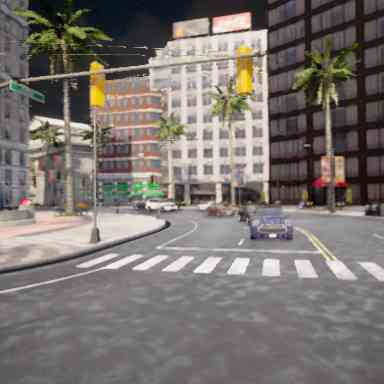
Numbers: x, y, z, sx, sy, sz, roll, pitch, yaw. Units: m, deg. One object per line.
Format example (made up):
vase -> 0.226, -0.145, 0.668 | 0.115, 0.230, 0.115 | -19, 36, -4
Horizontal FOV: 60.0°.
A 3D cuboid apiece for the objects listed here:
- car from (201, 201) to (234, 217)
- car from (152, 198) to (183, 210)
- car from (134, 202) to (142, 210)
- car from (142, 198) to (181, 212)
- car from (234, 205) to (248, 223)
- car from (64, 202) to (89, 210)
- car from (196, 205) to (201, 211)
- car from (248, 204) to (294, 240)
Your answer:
car -> 3.106, 2.006, 37.411 | 1.812, 1.442, 4.674 | 0, -1, -21
car -> -4.433, 2.095, 59.164 | 5.566, 2.045, 2.150 | -1, -1, 39
car -> -7.940, 2.400, 57.343 | 4.892, 1.490, 1.837 | -1, -1, 38
car -> -4.653, 1.957, 50.054 | 2.150, 2.045, 5.566 | 0, -1, -44
car -> 5.147, 1.797, 27.552 | 1.882, 1.535, 5.008 | -1, -1, -4
car -> -22.571, 2.657, 64.782 | 5.008, 1.535, 1.882 | -1, -1, 14
car -> 2.665, 2.212, 52.010 | 1.812, 1.442, 4.674 | 0, -1, -39
car -> 4.299, 1.557, 18.389 | 2.097, 1.767, 4.553 | -1, -1, 10
